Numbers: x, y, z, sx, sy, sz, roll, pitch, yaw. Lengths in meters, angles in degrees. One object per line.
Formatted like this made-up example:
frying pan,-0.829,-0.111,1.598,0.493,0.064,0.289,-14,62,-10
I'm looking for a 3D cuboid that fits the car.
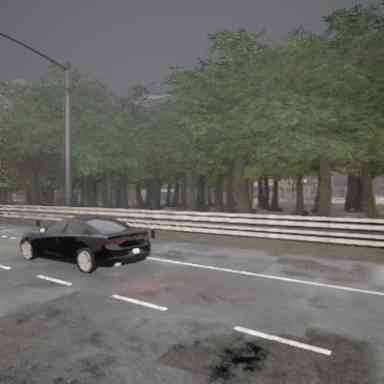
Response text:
car,-3.571,1.514,10.716,5.008,1.535,1.882,-1,0,36
